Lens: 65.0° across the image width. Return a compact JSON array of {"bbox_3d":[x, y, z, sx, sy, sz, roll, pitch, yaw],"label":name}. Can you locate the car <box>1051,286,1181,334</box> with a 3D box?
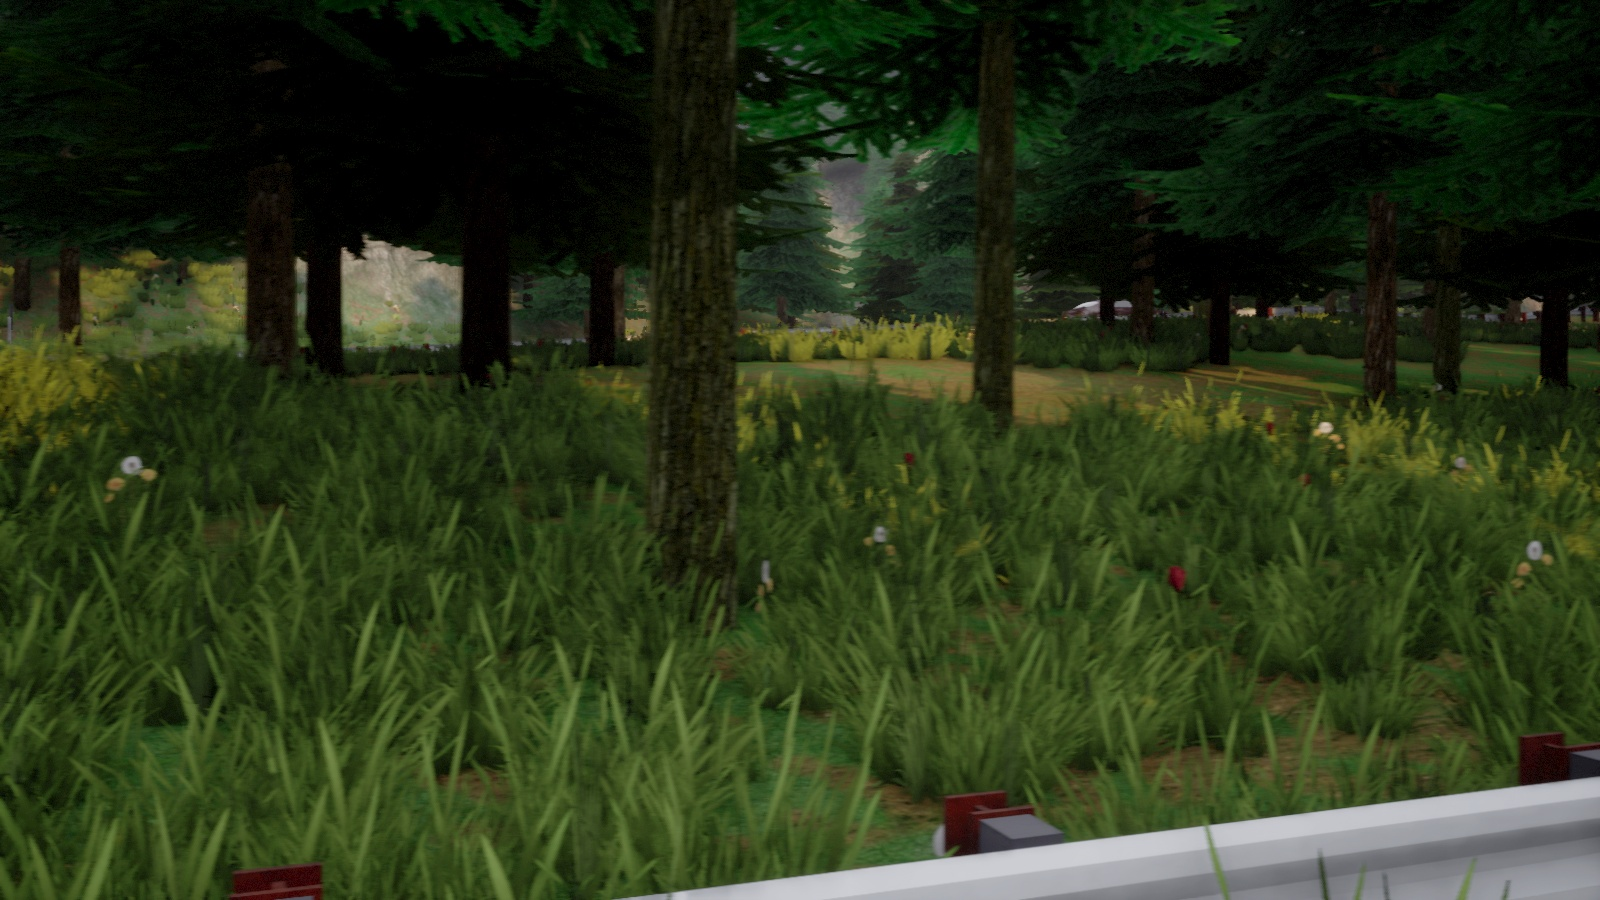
[{"bbox_3d":[12.142,-5.365,48.223,4.674,1.442,1.812,-6,3,-25],"label":"car"}]
